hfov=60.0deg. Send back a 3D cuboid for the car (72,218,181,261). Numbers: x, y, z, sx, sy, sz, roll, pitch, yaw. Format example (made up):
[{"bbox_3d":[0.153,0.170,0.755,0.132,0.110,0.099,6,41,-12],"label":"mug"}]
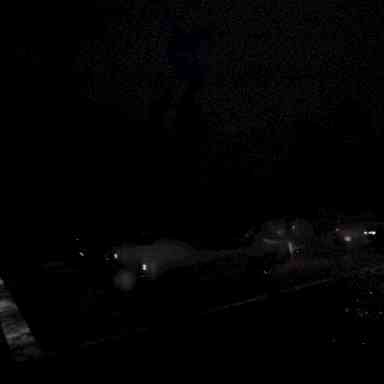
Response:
[{"bbox_3d":[-1.566,1.596,11.483,4.718,1.301,1.895,0,0,-35],"label":"car"}]

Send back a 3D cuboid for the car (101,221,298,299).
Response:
[{"bbox_3d":[0.365,1.596,8.549,4.718,1.301,1.895,0,0,-36],"label":"car"}]

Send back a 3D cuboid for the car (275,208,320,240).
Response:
[{"bbox_3d":[6.295,1.534,17.076,5.357,1.411,2.033,0,0,-35],"label":"car"}]

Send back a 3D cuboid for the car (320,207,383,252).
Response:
[{"bbox_3d":[7.825,1.478,13.867,4.902,1.511,2.128,0,0,-35],"label":"car"}]
